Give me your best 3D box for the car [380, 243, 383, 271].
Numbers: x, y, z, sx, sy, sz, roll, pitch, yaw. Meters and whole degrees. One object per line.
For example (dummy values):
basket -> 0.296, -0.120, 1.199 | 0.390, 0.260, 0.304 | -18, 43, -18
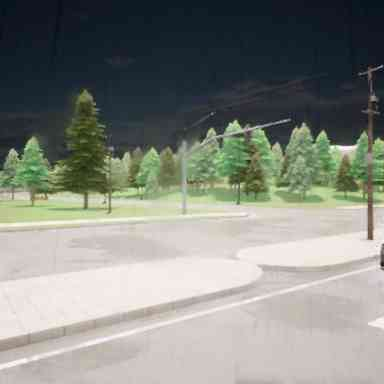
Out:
car -> 6.737, 1.485, 8.596 | 4.902, 1.511, 2.128 | 0, 0, -36
